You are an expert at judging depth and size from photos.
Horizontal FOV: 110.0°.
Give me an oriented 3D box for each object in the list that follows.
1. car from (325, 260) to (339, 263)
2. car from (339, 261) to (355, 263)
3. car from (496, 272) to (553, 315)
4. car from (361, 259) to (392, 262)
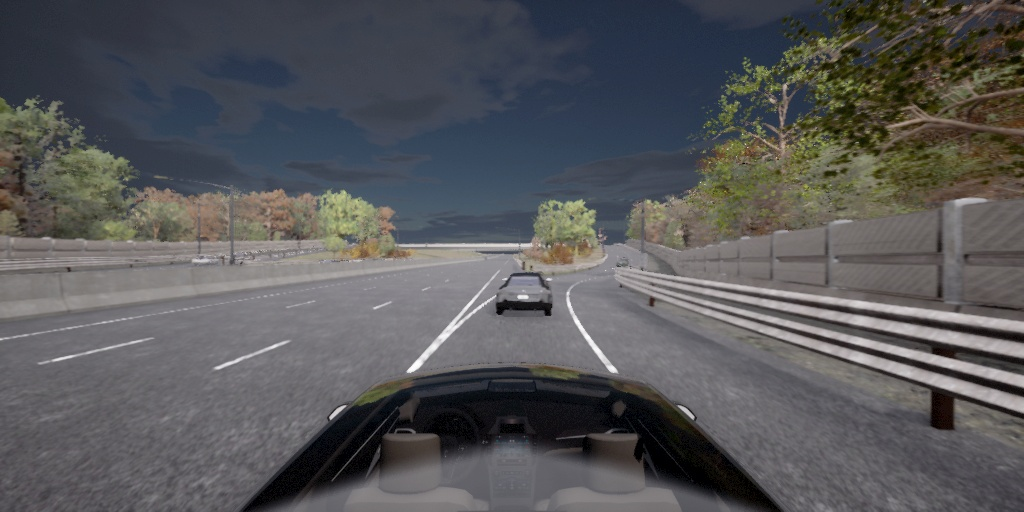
[{"bbox_3d":[-28.057,1.321,55.243,2.033,1.411,5.357,0,0,1],"label":"car"},{"bbox_3d":[-24.556,1.376,55.939,1.895,1.301,4.718,0,0,1],"label":"car"},{"bbox_3d":[0.573,1.321,13.811,1.994,1.385,4.181,0,0,6],"label":"car"},{"bbox_3d":[-21.056,1.323,56.024,2.033,1.411,5.357,0,0,1],"label":"car"}]
